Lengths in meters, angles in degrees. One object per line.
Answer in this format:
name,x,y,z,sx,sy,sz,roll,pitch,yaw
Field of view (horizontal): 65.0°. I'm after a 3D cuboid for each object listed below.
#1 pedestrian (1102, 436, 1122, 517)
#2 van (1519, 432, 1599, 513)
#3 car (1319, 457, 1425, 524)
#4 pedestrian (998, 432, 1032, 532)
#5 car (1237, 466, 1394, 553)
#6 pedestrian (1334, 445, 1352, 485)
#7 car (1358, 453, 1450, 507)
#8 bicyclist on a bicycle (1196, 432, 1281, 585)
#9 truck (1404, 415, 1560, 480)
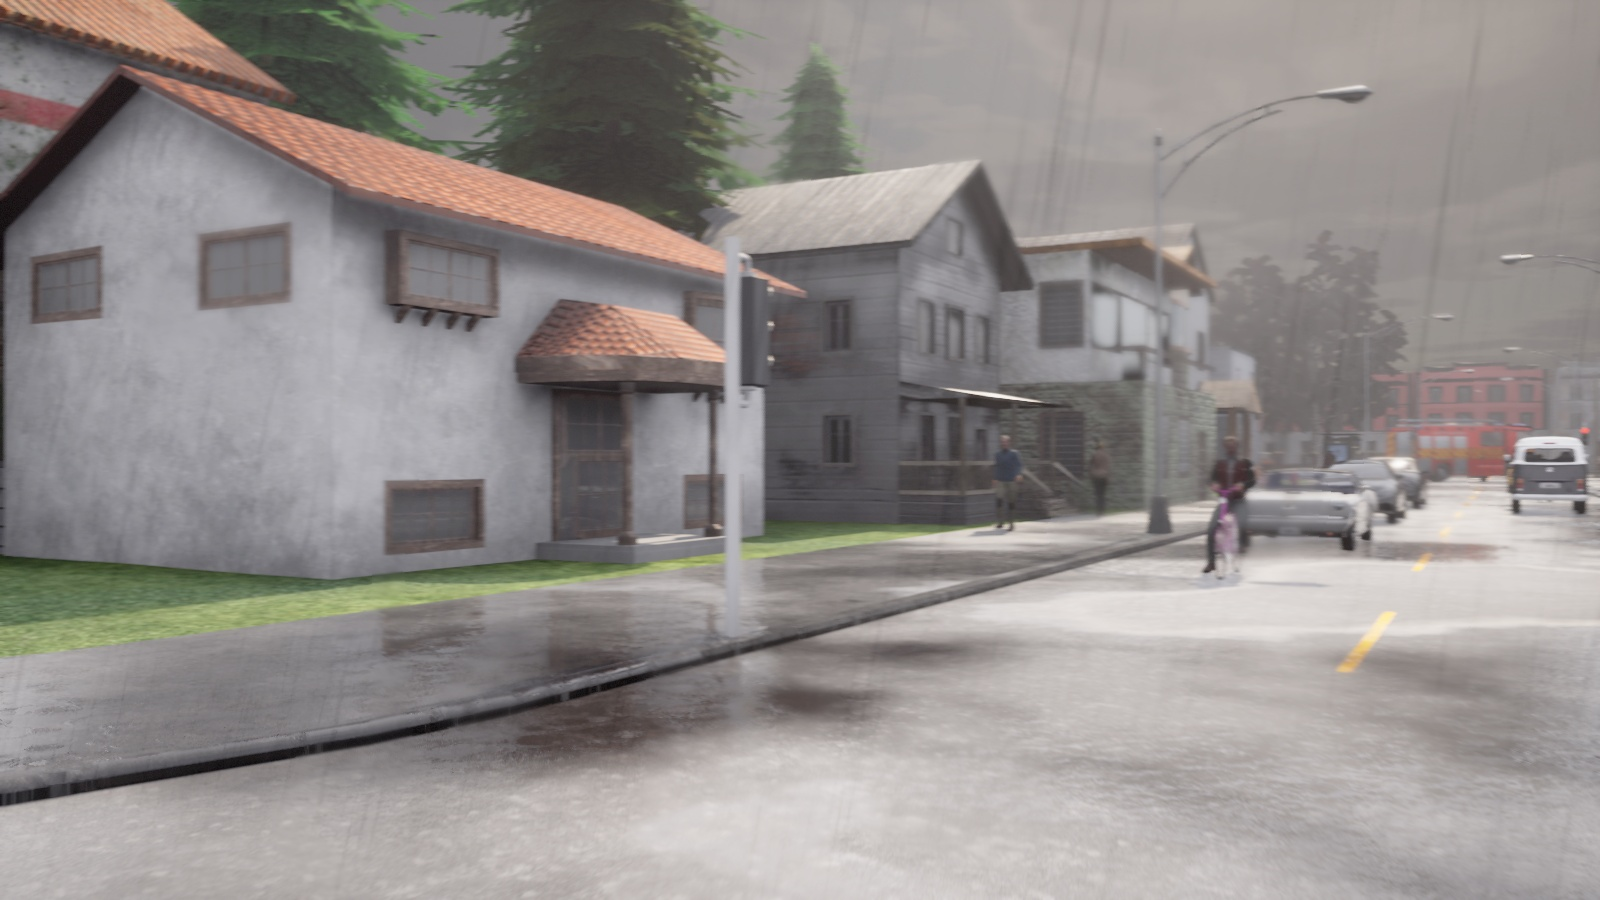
pedestrian,7.223,0.608,29.070,0.331,1.846,0.634,0,0,23
van,20.766,0.582,34.152,2.069,2.038,4.480,-1,0,30
car,13.577,0.894,29.669,1.812,1.442,4.674,-1,0,30
pedestrian,4.039,0.589,23.565,0.402,1.842,0.726,-1,0,30
car,9.025,0.941,21.745,1.895,1.301,4.718,-1,0,30
pedestrian,25.174,0.702,58.196,0.634,1.844,0.899,-1,0,31
car,18.199,0.852,37.711,2.128,1.511,4.902,-1,0,30
bicyclist on a bicycle,5.460,0.690,15.562,0.659,1.776,1.843,-1,-1,30
truck,41.246,-0.143,75.980,8.468,3.827,2.891,0,0,-12
